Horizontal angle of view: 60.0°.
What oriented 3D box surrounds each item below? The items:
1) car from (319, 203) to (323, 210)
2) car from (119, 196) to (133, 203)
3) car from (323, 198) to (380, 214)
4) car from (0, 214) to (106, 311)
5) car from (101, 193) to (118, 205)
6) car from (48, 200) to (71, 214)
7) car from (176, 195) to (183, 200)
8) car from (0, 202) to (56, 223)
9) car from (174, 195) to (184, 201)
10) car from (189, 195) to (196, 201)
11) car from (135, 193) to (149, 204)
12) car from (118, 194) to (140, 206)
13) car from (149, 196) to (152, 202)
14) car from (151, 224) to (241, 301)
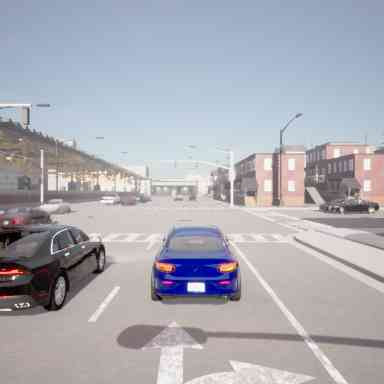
[{"bbox_3d":[17.082,1.505,38.028,4.892,1.490,1.837,0,0,0],"label":"car"},{"bbox_3d":[-13.885,1.552,70.019,1.994,1.385,4.181,0,0,0],"label":"car"},{"bbox_3d":[16.779,1.491,34.521,4.902,1.511,2.128,0,0,0],"label":"car"},{"bbox_3d":[-3.416,1.505,7.761,1.837,1.490,4.892,0,0,0],"label":"car"},{"bbox_3d":[-13.991,1.220,57.168,2.150,2.045,5.566,0,0,0],"label":"car"},{"bbox_3d":[-14.045,1.525,34.365,1.812,1.442,4.674,0,0,0],"label":"car"},{"bbox_3d":[-3.349,1.524,92.129,1.812,1.442,4.674,0,0,0],"label":"car"},{"bbox_3d":[-10.566,1.564,20.918,1.994,1.385,4.181,0,0,0],"label":"car"},{"bbox_3d":[-3.366,1.595,82.083,1.895,1.301,4.718,0,0,0],"label":"car"},{"bbox_3d":[0.134,1.500,81.583,1.837,1.490,4.892,0,0,0],"label":"car"},{"bbox_3d":[-10.424,1.216,65.448,2.150,2.045,5.566,0,1,1],"label":"car"},{"bbox_3d":[-10.497,1.477,55.569,1.882,1.535,5.008,0,0,0],"label":"car"},{"bbox_3d":[-10.375,1.540,76.144,2.033,1.411,5.357,0,0,0],"label":"car"},{"bbox_3d":[0.091,1.526,8.219,1.812,1.442,4.674,0,0,0],"label":"car"}]
